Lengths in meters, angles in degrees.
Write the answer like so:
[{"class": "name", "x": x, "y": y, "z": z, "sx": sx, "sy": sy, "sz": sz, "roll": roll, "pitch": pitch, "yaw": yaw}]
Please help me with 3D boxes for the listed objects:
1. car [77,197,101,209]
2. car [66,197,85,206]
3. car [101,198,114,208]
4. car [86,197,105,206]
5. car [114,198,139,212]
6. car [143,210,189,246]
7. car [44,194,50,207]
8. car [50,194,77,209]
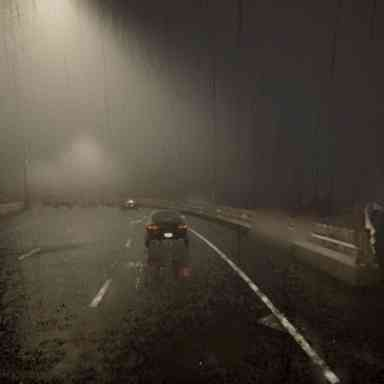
[{"class": "car", "x": -15.135, "y": 1.593, "z": 48.542, "sx": 1.837, "sy": 1.490, "sz": 4.892, "roll": 0, "pitch": 0, "yaw": -29}, {"class": "car", "x": -20.223, "y": 1.682, "z": 57.658, "sx": 1.994, "sy": 1.385, "sz": 4.181, "roll": 0, "pitch": 0, "yaw": -34}, {"class": "car", "x": -12.302, "y": 1.598, "z": 50.671, "sx": 1.812, "sy": 1.442, "sz": 4.674, "roll": 0, "pitch": 0, "yaw": -29}, {"class": "car", "x": -17.240, "y": 1.608, "z": 59.487, "sx": 1.837, "sy": 1.490, "sz": 4.892, "roll": 0, "pitch": 0, "yaw": -34}, {"class": "car", "x": -7.788, "y": 1.593, "z": 40.421, "sx": 2.033, "sy": 1.411, "sz": 5.357, "roll": 0, "pitch": 0, "yaw": -21}, {"class": "car", "x": -1.269, "y": 1.542, "z": 15.428, "sx": 1.812, "sy": 1.442, "sz": 4.674, "roll": 0, "pitch": 0, "yaw": -8}, {"class": "car", "x": -23.226, "y": 1.352, "z": 55.853, "sx": 2.150, "sy": 2.045, "sz": 5.566, "roll": 0, "pitch": 0, "yaw": -34}, {"class": "car", "x": -18.235, "y": 1.327, "z": 46.904, "sx": 2.150, "sy": 2.045, "sz": 5.566, "roll": 0, "pitch": 0, "yaw": -29}]
